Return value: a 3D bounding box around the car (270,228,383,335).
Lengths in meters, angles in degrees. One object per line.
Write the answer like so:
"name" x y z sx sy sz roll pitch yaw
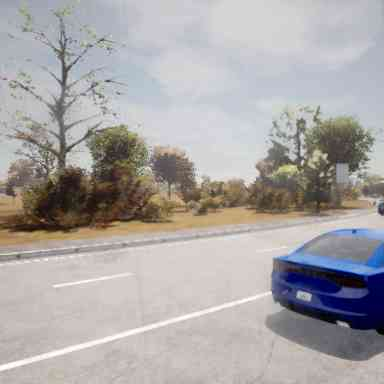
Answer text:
"car" 3.697 1.481 6.757 5.008 1.535 1.882 0 0 -38

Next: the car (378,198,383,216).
"car" 19.831 1.216 32.436 2.150 2.045 5.566 0 0 40
